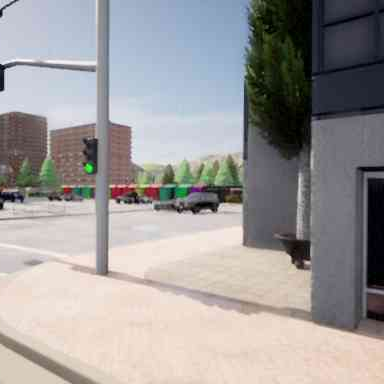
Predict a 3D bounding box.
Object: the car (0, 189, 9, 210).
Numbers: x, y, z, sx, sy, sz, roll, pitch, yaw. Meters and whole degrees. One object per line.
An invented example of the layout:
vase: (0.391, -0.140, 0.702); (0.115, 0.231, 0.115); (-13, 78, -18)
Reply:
car: (-20.926, 0.899, 34.017); (3.866, 1.878, 1.905); (0, 0, 35)

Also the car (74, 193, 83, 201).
car: (-22.299, 0.983, 62.484); (3.905, 1.438, 1.784); (0, 0, 35)

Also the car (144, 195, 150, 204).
car: (-7.999, 1.137, 52.456); (3.806, 1.475, 1.970); (0, 0, 35)

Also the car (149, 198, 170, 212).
car: (-1.991, 1.445, 35.726); (1.895, 1.301, 4.718); (0, 0, 37)

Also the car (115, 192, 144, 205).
car: (-9.671, 0.898, 50.092); (3.866, 1.878, 1.905); (0, 0, 35)

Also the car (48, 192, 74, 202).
car: (-24.016, 0.773, 60.150); (4.605, 1.855, 1.932); (0, 0, 35)

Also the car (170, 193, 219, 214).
car: (0.621, 1.089, 33.370); (2.150, 2.045, 5.566); (0, 0, 37)
